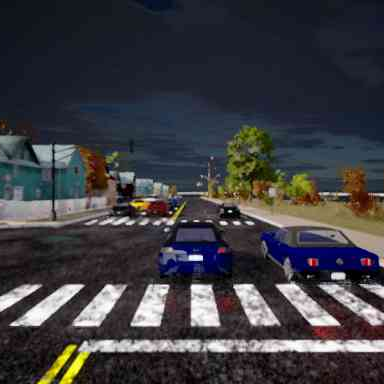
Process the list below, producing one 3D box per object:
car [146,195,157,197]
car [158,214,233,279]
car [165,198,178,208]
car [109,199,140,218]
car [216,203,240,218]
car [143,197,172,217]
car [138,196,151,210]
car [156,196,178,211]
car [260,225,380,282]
[{"bbox_3d":[-6.516,1.444,52.860,2.150,2.045,5.566,0,0,0],"label":"car"},{"bbox_3d":[0.096,1.602,10.218,1.994,1.385,4.181,0,0,0],"label":"car"},{"bbox_3d":[-3.266,1.703,53.390,1.882,1.535,5.008,0,0,0],"label":"car"},{"bbox_3d":[-6.601,1.690,31.988,1.994,1.385,4.181,0,0,0],"label":"car"},{"bbox_3d":[3.340,1.686,31.214,1.994,1.385,4.181,0,0,0],"label":"car"},{"bbox_3d":[-3.346,1.608,33.106,1.882,1.535,5.008,0,0,1],"label":"car"},{"bbox_3d":[-6.586,1.650,42.226,1.882,1.535,5.008,0,0,0],"label":"car"},{"bbox_3d":[-3.335,1.667,43.024,2.128,1.511,4.902,0,0,0],"label":"car"},{"bbox_3d":[3.347,1.637,9.816,1.895,1.301,4.718,0,0,0],"label":"car"}]
